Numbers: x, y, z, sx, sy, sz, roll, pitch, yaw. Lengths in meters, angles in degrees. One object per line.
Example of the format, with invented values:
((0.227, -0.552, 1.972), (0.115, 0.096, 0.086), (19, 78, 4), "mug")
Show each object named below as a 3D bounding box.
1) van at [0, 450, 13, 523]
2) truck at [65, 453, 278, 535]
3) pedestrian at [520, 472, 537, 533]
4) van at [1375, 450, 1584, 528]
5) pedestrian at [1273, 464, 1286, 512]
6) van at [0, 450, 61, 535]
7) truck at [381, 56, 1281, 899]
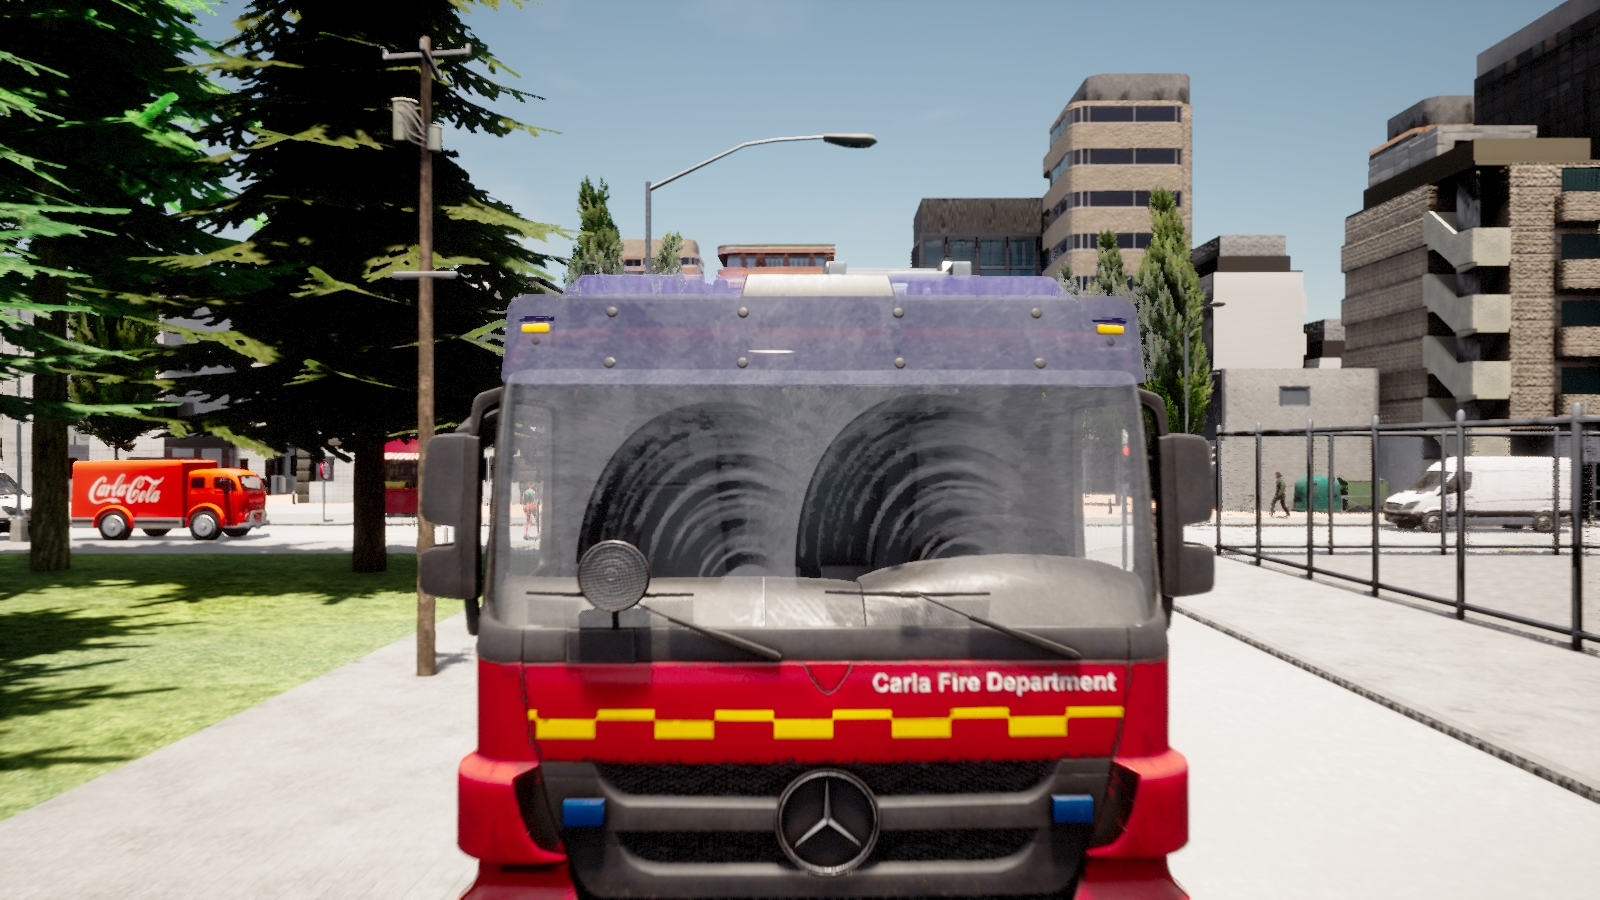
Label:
((-31.049, 1.285, 39.789), (5.915, 2.561, 1.988), (0, 0, 1), "van")
((-19.453, 1.321, 35.575), (5.204, 2.467, 2.627), (0, 0, 1), "truck")
((-8.309, 1.602, 35.014), (0.375, 1.860, 0.375), (0, 0, 17), "pedestrian")
((23.064, 1.285, 38.940), (5.915, 2.561, 1.988), (0, 0, 1), "van")
((18.691, 1.489, 44.532), (0.375, 1.860, 0.375), (0, 0, -1), "pedestrian")
((-26.683, 1.288, 35.709), (5.915, 2.561, 1.988), (0, 0, 1), "van")
((0.007, 0.664, 7.898), (2.891, 3.827, 8.468), (0, 0, -1), "truck")
